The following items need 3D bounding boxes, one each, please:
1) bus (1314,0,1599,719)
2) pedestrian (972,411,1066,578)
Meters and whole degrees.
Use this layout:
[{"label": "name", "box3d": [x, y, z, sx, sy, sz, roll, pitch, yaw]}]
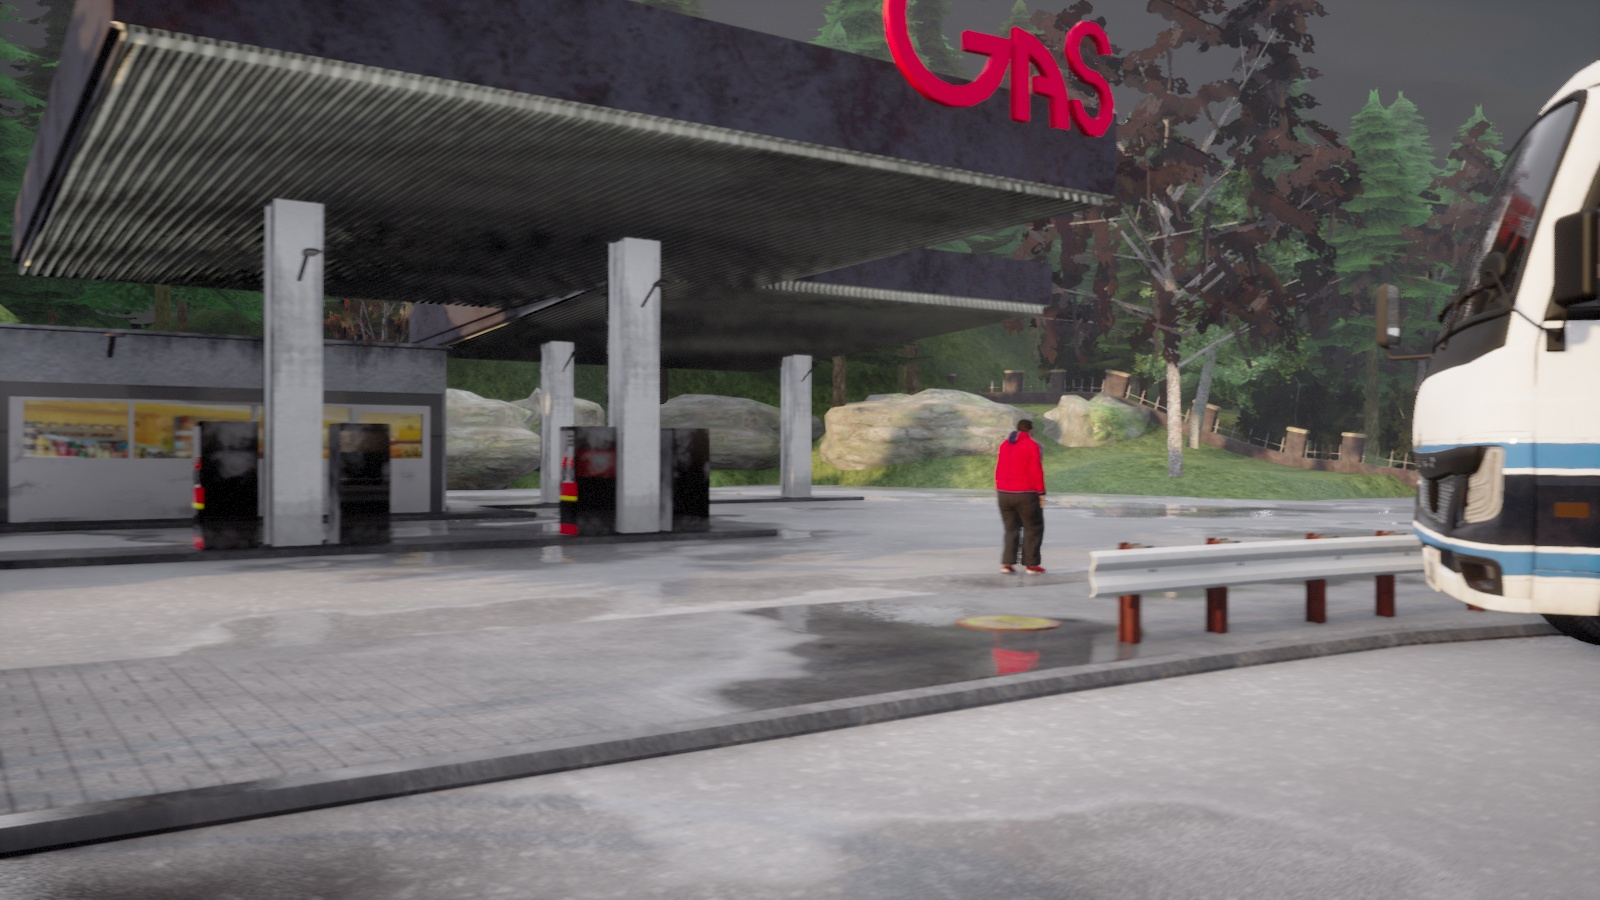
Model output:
[{"label": "bus", "box3d": [8.648, -0.636, 7.455, 10.273, 4.253, 3.944, 0, 0, 21]}, {"label": "pedestrian", "box3d": [2.509, 0.494, 14.396, 0.899, 1.844, 0.634, 0, 0, -41]}]
